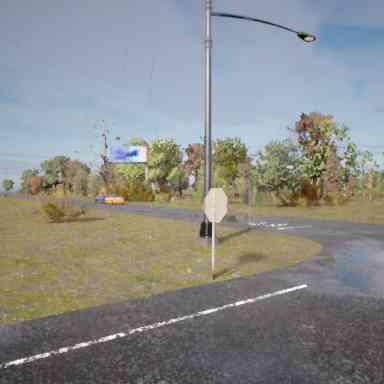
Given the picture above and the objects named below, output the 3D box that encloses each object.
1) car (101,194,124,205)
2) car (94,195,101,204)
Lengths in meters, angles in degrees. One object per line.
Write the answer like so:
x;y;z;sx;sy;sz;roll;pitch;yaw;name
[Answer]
-13.152;1.245;56.156;2.097;1.767;4.553;0;0;-33;car
-16.371;1.234;60.863;2.097;1.767;4.553;0;0;-34;car
